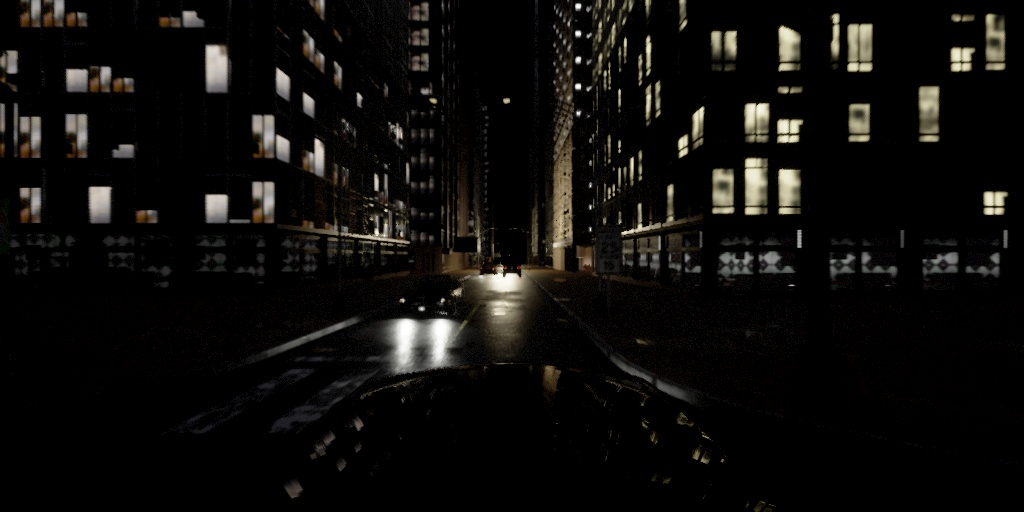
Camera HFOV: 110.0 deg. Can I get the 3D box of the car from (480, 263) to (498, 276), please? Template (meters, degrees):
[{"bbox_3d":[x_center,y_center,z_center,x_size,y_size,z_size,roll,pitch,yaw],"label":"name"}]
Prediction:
[{"bbox_3d":[-3.012,1.647,46.865,2.097,1.767,4.553,0,-1,0],"label":"car"}]

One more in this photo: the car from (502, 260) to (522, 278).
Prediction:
[{"bbox_3d":[-0.003,1.468,42.515,2.150,2.045,5.566,0,-1,0],"label":"car"}]

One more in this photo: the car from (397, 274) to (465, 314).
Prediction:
[{"bbox_3d":[-3.101,1.467,14.988,2.033,1.411,5.357,0,-1,0],"label":"car"}]
